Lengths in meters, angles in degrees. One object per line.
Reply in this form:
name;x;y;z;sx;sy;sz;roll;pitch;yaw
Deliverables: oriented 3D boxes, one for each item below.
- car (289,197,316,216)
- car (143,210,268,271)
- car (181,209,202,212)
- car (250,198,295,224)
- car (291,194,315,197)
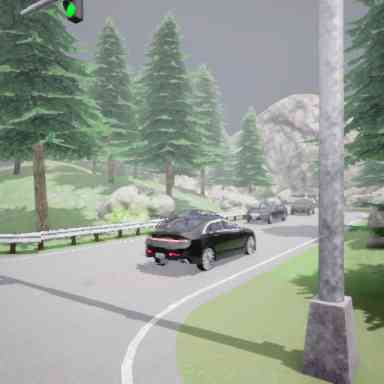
car;11.271;1.519;33.659;1.837;1.490;4.892;0;0;27
car;0.503;1.561;11.116;2.128;1.511;4.902;0;-1;34
car;0.085;1.578;16.886;1.994;1.385;4.181;0;0;34
car;5.709;1.505;25.088;2.128;1.511;4.902;0;0;35
car;16.604;1.317;51.699;2.150;2.045;5.566;3;-2;-32
